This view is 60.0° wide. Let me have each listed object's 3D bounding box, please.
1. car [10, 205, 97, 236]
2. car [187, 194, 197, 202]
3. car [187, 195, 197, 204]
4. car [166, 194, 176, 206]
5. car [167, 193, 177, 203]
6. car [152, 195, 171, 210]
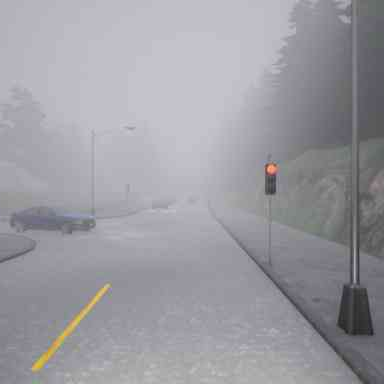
[{"bbox_3d":[-7.678,1.477,18.497,5.008,1.535,1.882,0,-1,20],"label":"car"},{"bbox_3d":[-0.049,1.354,73.585,2.097,1.767,4.553,0,0,0],"label":"car"},{"bbox_3d":[0.056,1.477,63.140,1.882,1.535,5.008,0,0,0],"label":"car"},{"bbox_3d":[-4.128,1.477,53.746,1.882,1.535,5.008,0,0,0],"label":"car"},{"bbox_3d":[-4.086,1.220,64.426,2.150,2.045,5.566,0,0,0],"label":"car"},{"bbox_3d":[-4.115,1.525,43.455,1.812,1.442,4.674,0,0,0],"label":"car"}]
